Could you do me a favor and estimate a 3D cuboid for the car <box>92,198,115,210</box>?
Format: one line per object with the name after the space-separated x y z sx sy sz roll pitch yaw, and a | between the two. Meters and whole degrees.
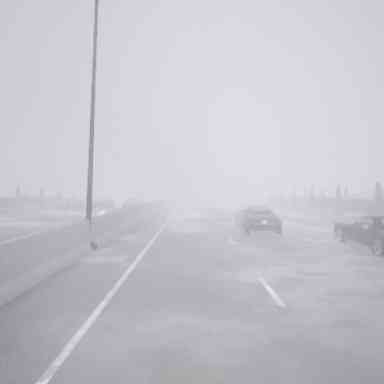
-10.578 1.374 39.423 1.895 1.301 4.718 0 0 0 | car

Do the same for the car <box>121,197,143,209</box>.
-7.077 1.322 39.960 2.033 1.411 5.357 0 0 0 | car

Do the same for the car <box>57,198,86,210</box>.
-14.082 1.374 39.005 1.895 1.301 4.718 0 0 0 | car

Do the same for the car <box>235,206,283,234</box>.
3.602 1.454 18.467 1.994 1.385 4.181 0 0 0 | car

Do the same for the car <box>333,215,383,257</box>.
7.100 1.526 12.503 1.895 1.301 4.718 0 0 0 | car
